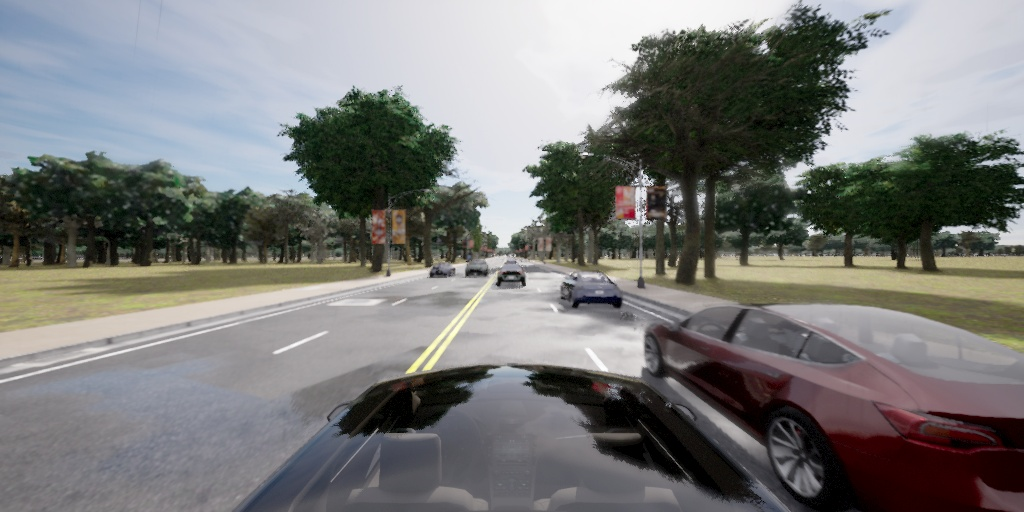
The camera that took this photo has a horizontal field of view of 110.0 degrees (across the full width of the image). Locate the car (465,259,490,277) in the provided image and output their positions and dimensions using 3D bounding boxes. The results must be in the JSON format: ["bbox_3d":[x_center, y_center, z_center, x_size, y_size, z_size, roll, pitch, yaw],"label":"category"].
[{"bbox_3d":[-3.347,1.108,35.176,2.097,1.767,4.553,0,0,0],"label":"car"}]

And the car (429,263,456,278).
[{"bbox_3d":[-6.601,1.321,34.510,1.994,1.385,4.181,0,0,0],"label":"car"}]

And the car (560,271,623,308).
[{"bbox_3d":[3.237,1.318,15.315,1.994,1.385,4.181,0,0,0],"label":"car"}]

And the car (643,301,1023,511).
[{"bbox_3d":[3.250,1.255,4.340,2.163,1.488,4.792,0,0,0],"label":"car"}]

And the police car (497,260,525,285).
[{"bbox_3d":[-0.054,1.259,26.111,2.038,1.542,4.974,0,0,0],"label":"police car"}]
